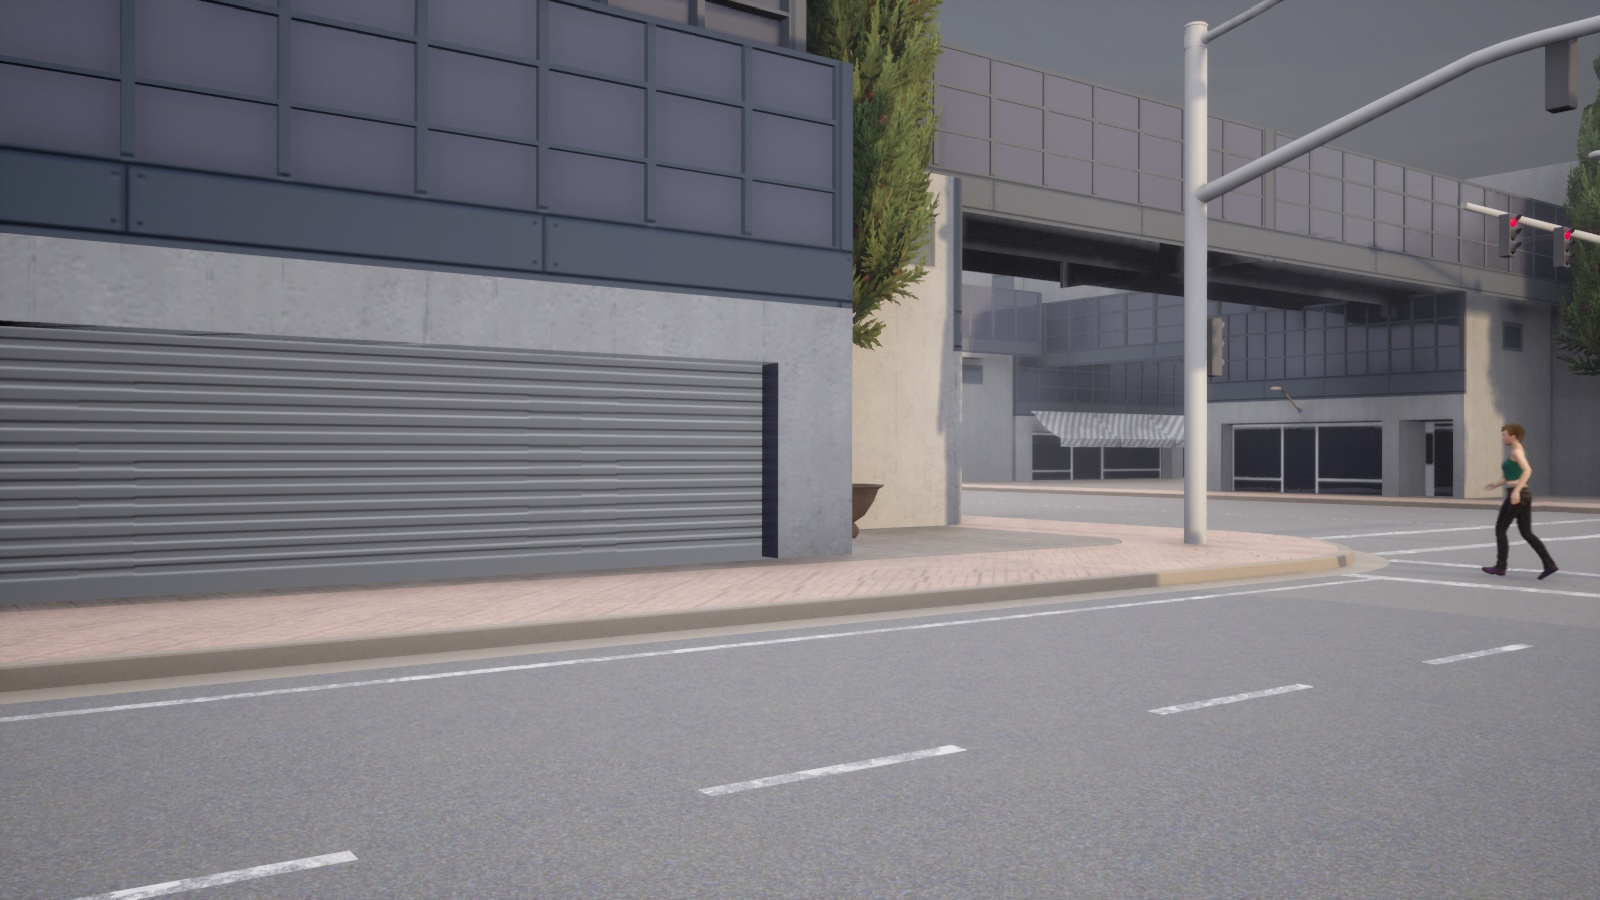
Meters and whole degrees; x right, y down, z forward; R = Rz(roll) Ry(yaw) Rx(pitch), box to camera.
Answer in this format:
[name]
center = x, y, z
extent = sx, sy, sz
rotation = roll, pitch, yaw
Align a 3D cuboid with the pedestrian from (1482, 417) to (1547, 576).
[pedestrian]
center = 8.468, 0.541, 14.894
extent = 0.345, 1.836, 0.594
rotation = 0, 0, -44
